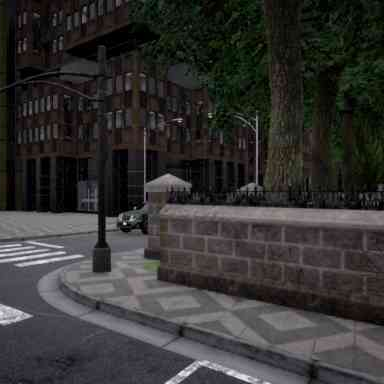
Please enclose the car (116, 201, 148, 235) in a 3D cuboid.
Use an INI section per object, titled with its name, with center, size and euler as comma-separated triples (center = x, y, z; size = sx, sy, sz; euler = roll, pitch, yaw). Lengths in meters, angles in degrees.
[car]
center = -2.395, 1.583, 22.018
size = 2.150, 2.045, 5.566
euler = 0, -1, 35
